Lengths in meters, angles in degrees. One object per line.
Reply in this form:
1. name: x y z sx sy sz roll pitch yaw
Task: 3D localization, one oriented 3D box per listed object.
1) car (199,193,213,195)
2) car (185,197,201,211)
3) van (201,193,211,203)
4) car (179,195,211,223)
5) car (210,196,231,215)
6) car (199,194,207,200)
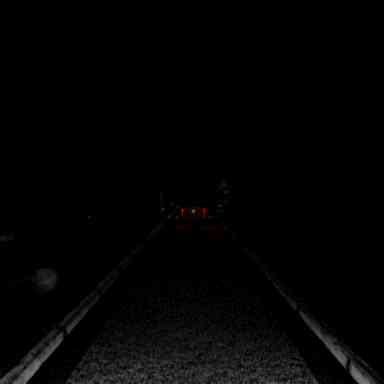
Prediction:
1. car: 3.002 1.219 61.675 2.435 2.045 5.566 0 0 0
2. car: 0.102 1.485 42.880 1.882 1.535 5.008 0 0 0
3. van: 3.002 1.245 72.805 1.878 1.987 4.442 0 0 0
4. car: 0.103 1.374 25.606 2.097 1.767 4.553 0 0 0
5. car: 2.999 1.502 34.029 2.231 1.521 4.892 0 0 0
6. car: 3.003 1.408 94.740 2.185 1.767 4.553 0 0 0
